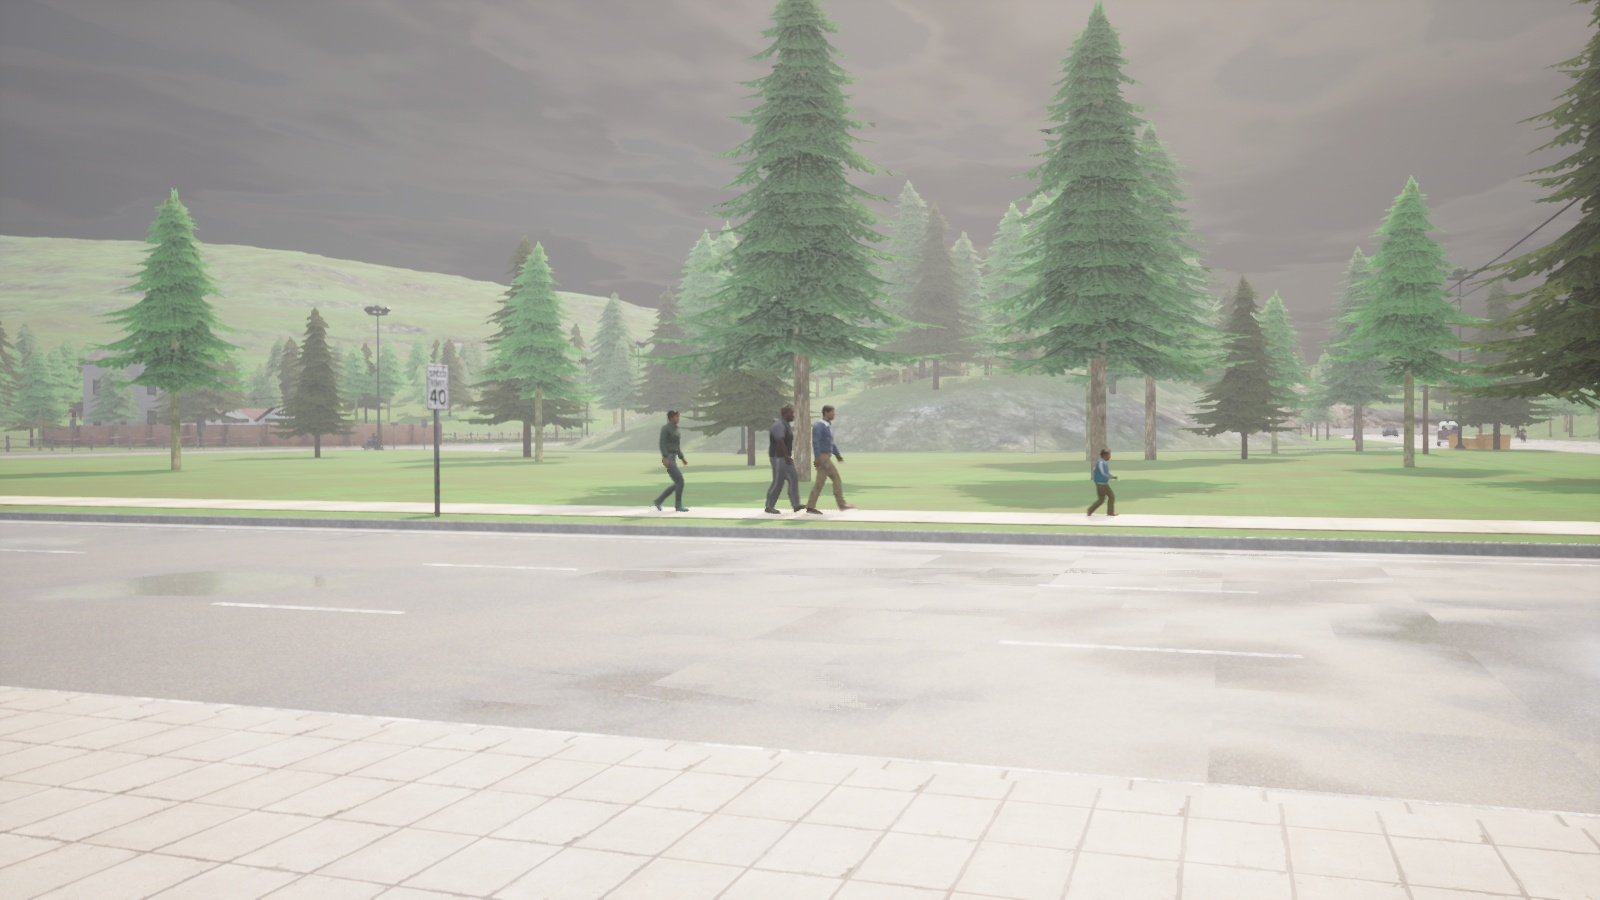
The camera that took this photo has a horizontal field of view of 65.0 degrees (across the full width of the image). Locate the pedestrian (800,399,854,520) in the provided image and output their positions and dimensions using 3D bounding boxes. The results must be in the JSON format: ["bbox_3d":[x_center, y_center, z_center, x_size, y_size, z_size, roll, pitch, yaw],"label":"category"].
[{"bbox_3d":[0.438,0.146,20.571,0.788,1.949,0.423,0,1,18],"label":"pedestrian"}]

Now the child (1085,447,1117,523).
[{"bbox_3d":[4.782,0.547,19.941,0.448,1.192,0.343,0,1,19],"label":"child"}]

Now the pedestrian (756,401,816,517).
[{"bbox_3d":[-0.234,0.142,20.755,0.849,1.883,0.563,0,1,19],"label":"pedestrian"}]

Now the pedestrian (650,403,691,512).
[{"bbox_3d":[-2.230,0.123,21.585,0.614,1.847,0.353,0,1,16],"label":"pedestrian"}]
